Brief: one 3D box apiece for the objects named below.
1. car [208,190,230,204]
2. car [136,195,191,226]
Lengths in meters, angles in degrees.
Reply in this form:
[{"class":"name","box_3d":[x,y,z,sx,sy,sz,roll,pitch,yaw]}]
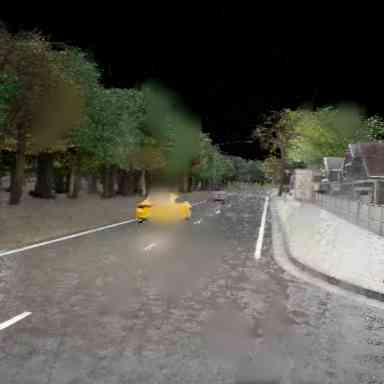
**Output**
[{"class":"car","box_3d":[3.078,0.518,37.212,2.033,1.411,5.357,3,2,13]},{"class":"car","box_3d":[-1.370,0.878,18.190,1.882,1.535,5.008,3,2,13]}]
